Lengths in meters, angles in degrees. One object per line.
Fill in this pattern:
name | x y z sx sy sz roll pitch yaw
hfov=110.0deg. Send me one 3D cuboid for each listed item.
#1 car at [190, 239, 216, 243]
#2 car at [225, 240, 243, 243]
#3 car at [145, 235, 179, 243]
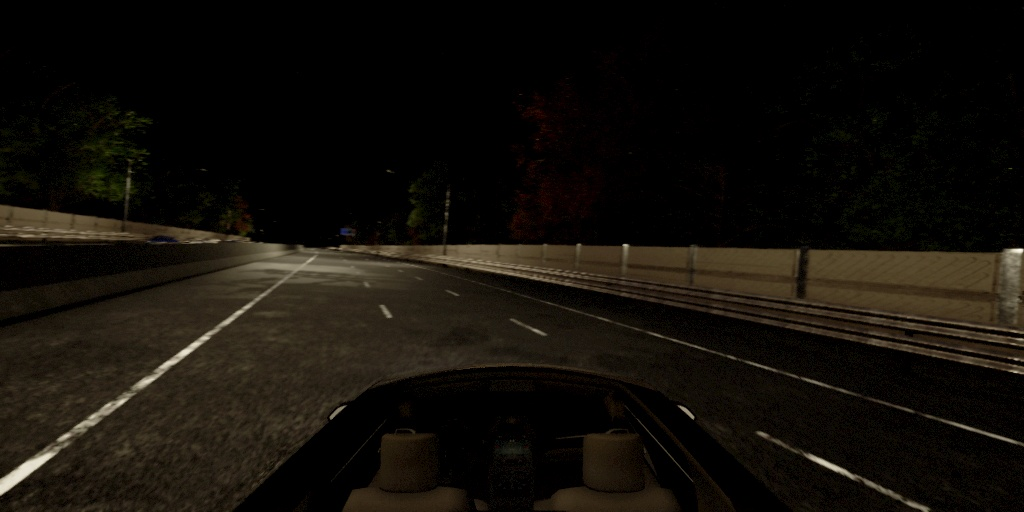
car | -38.745 -1.427 45.225 1.895 1.301 4.718 4 -1 -27
car | -34.493 -1.206 44.624 1.812 1.442 4.674 4 -1 -27
car | -41.254 -1.713 42.476 1.812 1.442 4.674 4 -1 -27
